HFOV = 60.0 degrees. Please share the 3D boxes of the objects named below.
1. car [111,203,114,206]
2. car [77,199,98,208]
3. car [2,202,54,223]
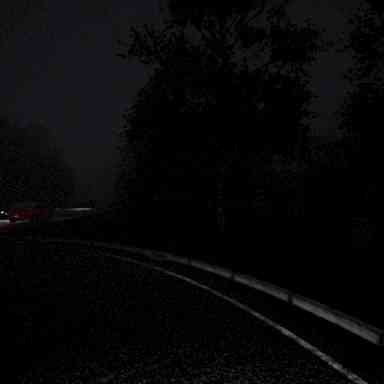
[{"bbox_3d":[-12.831,1.739,58.867,2.033,1.411,5.357,-1,0,1],"label":"car"},{"bbox_3d":[-16.545,1.806,52.805,2.033,1.411,5.357,-1,0,1],"label":"car"},{"bbox_3d":[-13.378,1.695,27.973,1.882,1.535,5.008,-1,0,2],"label":"car"}]
